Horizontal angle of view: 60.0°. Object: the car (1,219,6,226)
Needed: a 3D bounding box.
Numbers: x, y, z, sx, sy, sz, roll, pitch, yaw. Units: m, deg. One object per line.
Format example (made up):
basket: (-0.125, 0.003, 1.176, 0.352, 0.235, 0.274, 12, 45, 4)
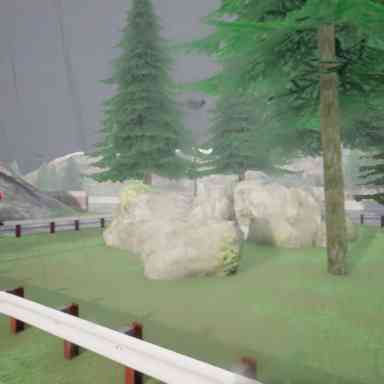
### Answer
car: (-11.413, 1.368, 15.115, 5.357, 1.411, 2.033, 0, 0, 4)
